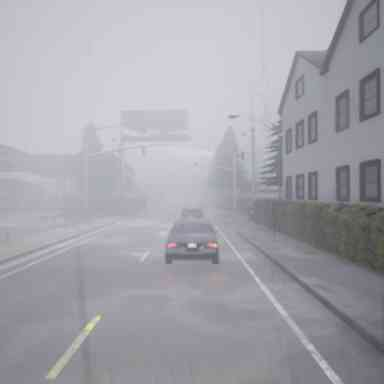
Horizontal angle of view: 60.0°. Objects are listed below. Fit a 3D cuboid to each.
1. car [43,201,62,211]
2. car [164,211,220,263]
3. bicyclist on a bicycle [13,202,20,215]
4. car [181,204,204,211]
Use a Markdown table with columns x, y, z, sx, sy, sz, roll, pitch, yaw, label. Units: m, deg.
| x | y | z | sx | sy | sz | roll | pitch | yaw | label |
| --- | --- | --- | --- | --- | --- | --- | --- | --- | --- |
| -22.173 | 2.251 | 55.029 | 4.611 | 1.667 | 2.242 | 0 | -1 | 0 | car |
| 0.009 | 1.680 | 12.499 | 2.033 | 1.411 | 5.357 | 0 | -1 | 0 | car |
| -21.762 | 2.080 | 41.299 | 0.582 | 1.620 | 1.656 | 0 | 0 | 0 | bicyclist on a bicycle |
| 0.024 | 1.789 | 29.223 | 1.882 | 1.535 | 5.008 | 0 | 0 | 0 | car |
